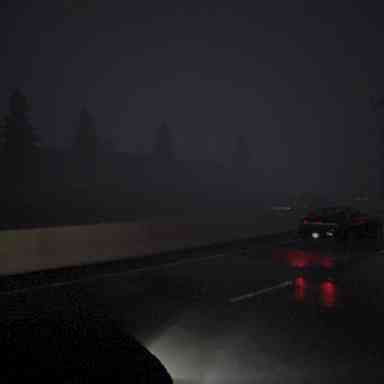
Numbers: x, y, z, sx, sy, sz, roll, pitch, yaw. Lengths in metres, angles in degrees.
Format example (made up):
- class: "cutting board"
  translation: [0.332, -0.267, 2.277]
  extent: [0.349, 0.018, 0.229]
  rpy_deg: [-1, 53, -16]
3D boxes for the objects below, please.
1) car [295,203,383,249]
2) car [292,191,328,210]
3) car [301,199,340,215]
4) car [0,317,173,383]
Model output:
- class: "car"
  translation: [6.333, 1.355, 13.928]
  extent: [4.902, 1.511, 2.128]
  rpy_deg: [-1, 0, -43]
- class: "car"
  translation: [13.758, 0.876, 38.456]
  extent: [2.150, 2.045, 5.566]
  rpy_deg: [0, 0, 39]
- class: "car"
  translation: [11.897, 1.318, 30.593]
  extent: [1.895, 1.301, 4.718]
  rpy_deg: [0, 0, 39]
- class: "car"
  translation: [-2.681, 1.562, 1.908]
  extent: [5.357, 1.411, 2.033]
  rpy_deg: [-1, 0, -36]
